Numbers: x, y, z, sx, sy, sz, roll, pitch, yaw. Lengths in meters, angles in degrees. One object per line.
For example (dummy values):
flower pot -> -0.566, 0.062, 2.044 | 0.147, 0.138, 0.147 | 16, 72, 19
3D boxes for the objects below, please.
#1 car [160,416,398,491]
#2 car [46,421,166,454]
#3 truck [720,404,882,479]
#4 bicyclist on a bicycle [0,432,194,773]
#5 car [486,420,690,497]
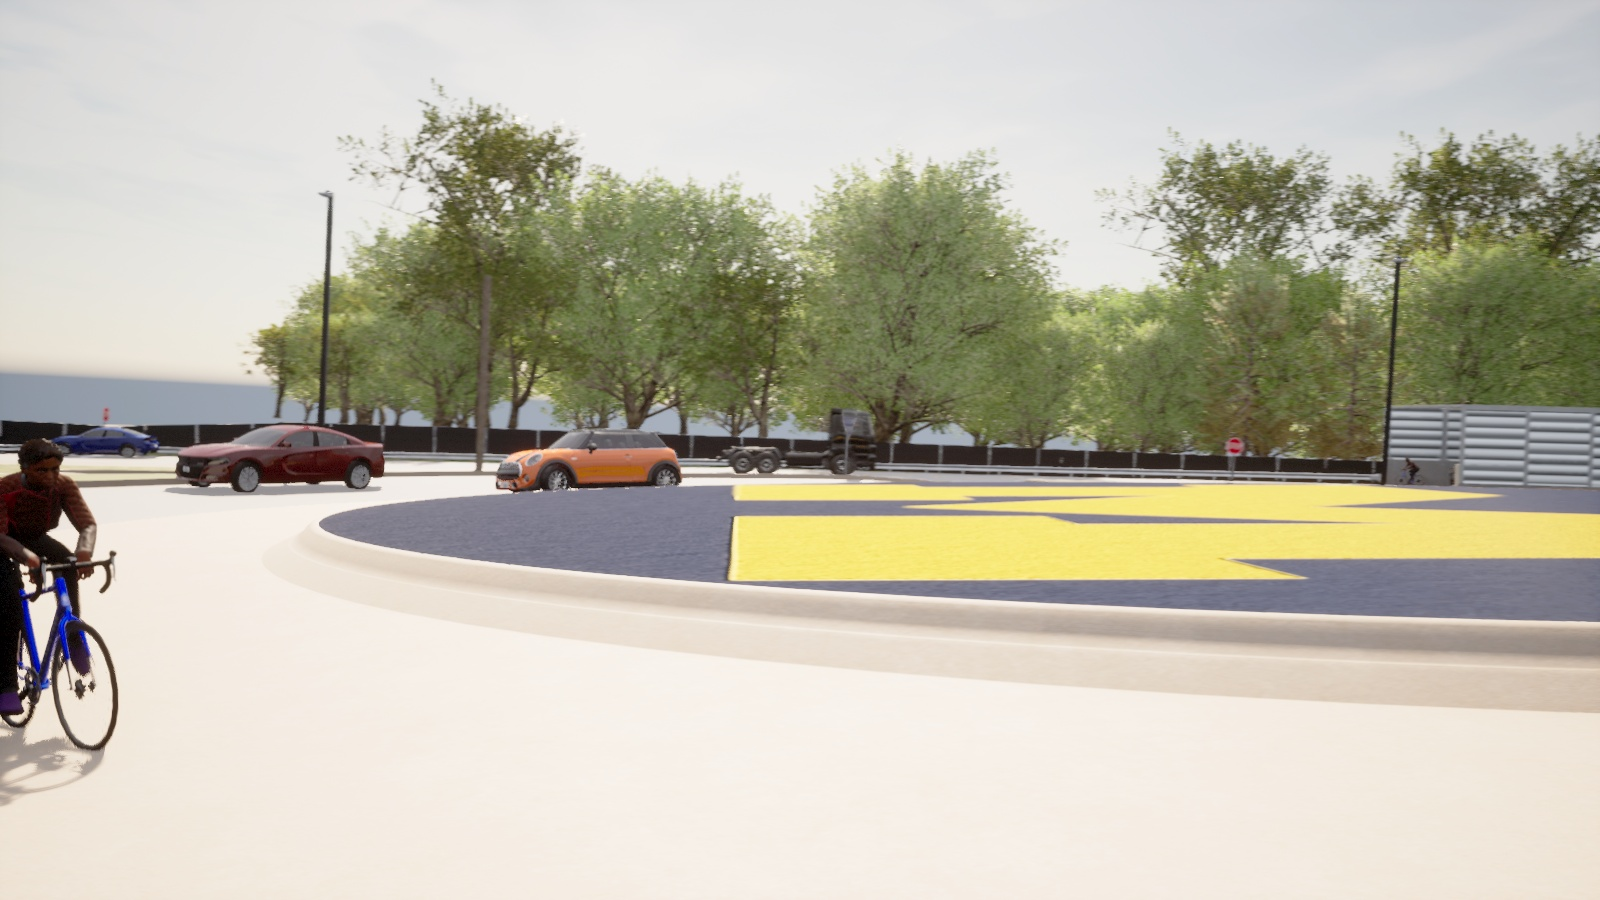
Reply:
car -> -12.261, 0.070, 29.918 | 1.882, 1.535, 5.008 | 4, 2, 31
car -> -35.618, -0.657, 64.541 | 5.008, 1.535, 1.882 | 2, 2, -8
truck -> -0.031, -0.443, 63.663 | 7.936, 3.462, 2.891 | 2, 2, -3
bicyclist on a bicycle -> -4.002, 0.738, 6.758 | 1.656, 1.620, 0.582 | -1, 3, 38
car -> -5.253, 0.231, 31.341 | 4.553, 1.767, 2.097 | 1, -1, -37
